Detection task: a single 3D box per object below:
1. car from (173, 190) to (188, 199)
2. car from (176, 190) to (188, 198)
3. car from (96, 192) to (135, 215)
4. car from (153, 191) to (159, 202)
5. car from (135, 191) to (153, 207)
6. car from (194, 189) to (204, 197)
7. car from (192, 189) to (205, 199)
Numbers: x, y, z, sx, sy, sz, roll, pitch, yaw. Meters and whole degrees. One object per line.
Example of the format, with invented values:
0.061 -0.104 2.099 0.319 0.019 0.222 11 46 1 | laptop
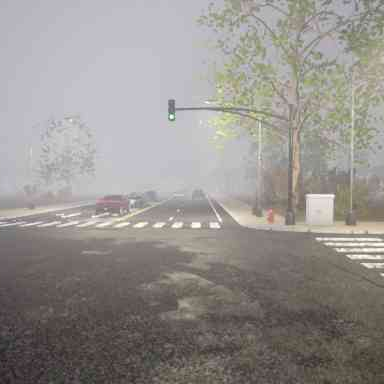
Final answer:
-2.136 0.526 55.694 1.895 1.301 4.718 0 1 2 | car
-1.871 0.285 65.660 2.033 1.411 5.357 0 1 2 | car
-6.244 0.923 26.721 1.882 1.535 5.008 0 1 1 | car
-5.722 0.595 46.377 1.837 1.490 4.892 0 1 2 | car
-5.991 0.767 36.193 2.128 1.511 4.902 0 1 2 | car
1.378 0.223 65.572 1.882 1.535 5.008 0 1 2 | car
1.111 0.287 55.509 2.097 1.767 4.553 0 1 2 | car
